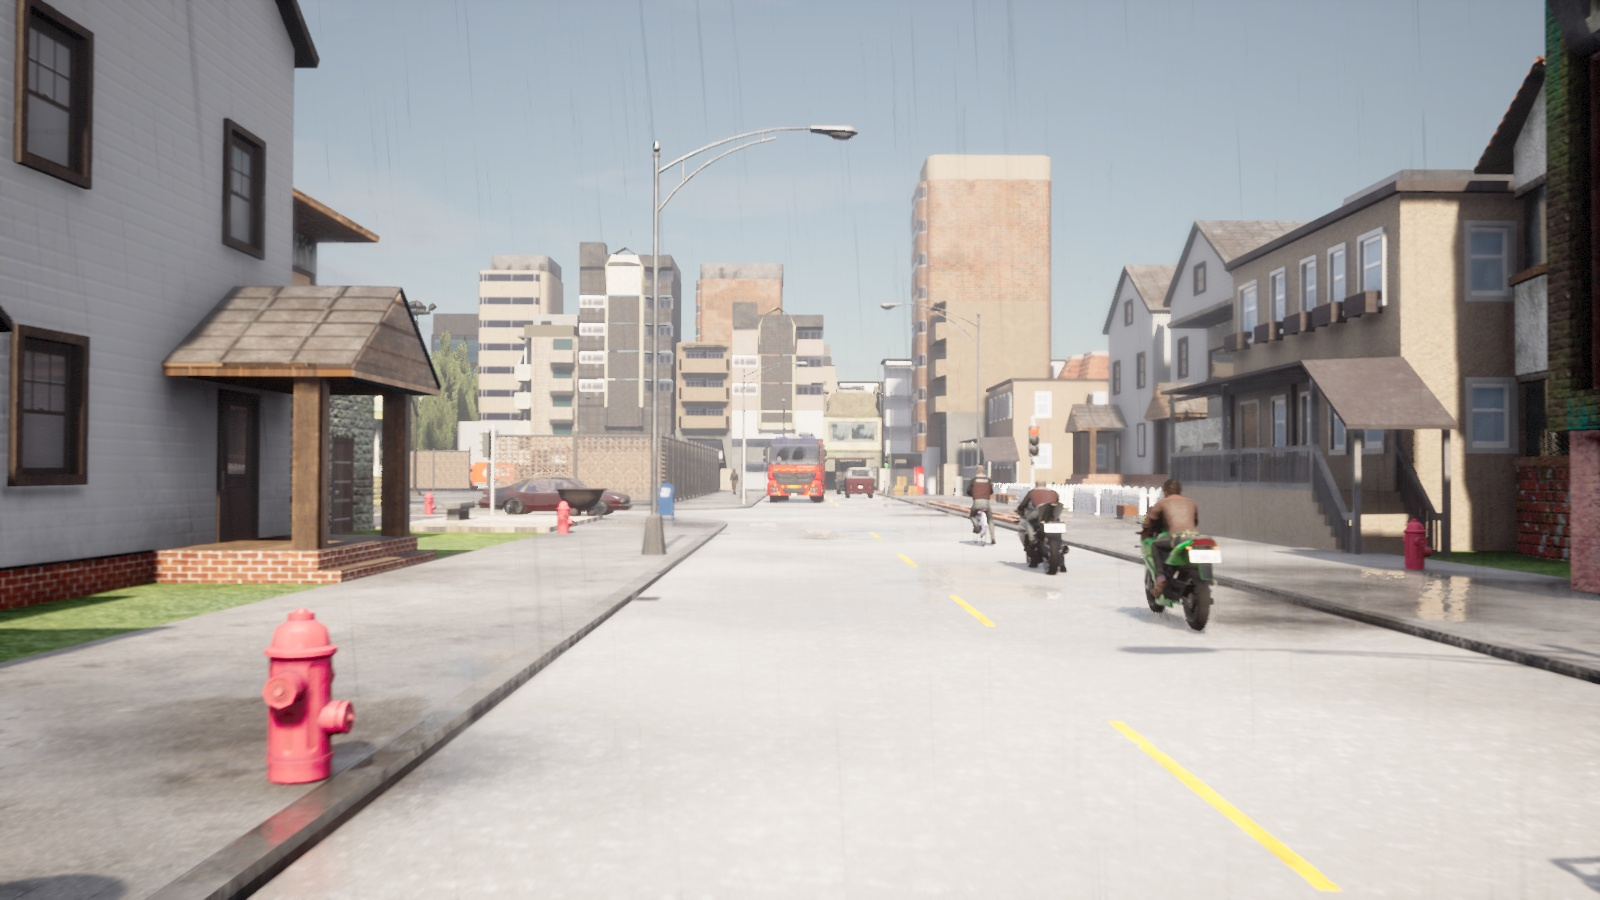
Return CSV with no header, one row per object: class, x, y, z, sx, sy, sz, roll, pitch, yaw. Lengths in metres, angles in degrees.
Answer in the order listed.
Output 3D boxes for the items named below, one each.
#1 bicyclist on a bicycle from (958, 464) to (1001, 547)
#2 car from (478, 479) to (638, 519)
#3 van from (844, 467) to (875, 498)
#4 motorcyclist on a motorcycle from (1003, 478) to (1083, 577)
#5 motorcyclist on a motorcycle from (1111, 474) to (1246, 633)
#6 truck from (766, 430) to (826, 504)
bicyclist on a bicycle,3.941,1.193,27.631,0.659,1.776,1.843,0,-1,-1
car,-8.666,1.752,45.293,5.357,1.411,2.033,0,-1,0
van,3.790,2.079,80.997,1.775,1.987,4.442,0,-1,0
motorcyclist on a motorcycle,3.946,1.224,20.541,0.866,1.530,2.191,0,-1,0
motorcyclist on a motorcycle,3.964,1.037,13.331,0.797,1.523,2.044,0,0,0
truck,-0.109,0.973,70.144,2.891,3.827,8.468,0,-1,3
